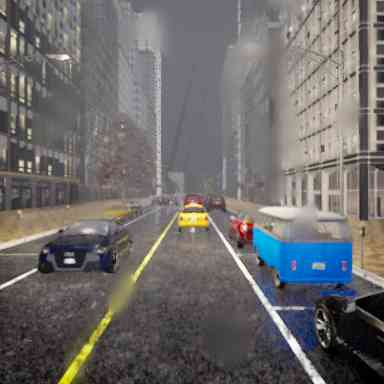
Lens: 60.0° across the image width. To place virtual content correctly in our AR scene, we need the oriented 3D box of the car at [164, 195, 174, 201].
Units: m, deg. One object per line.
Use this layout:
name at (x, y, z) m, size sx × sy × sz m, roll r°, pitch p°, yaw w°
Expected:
car at (-5.694, 1.455, 82.916) m, size 2.008 × 1.369 × 4.403 m, roll 0°, pitch 0°, yaw 0°

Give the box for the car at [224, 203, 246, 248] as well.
car at (2.693, 1.434, 14.598) m, size 1.967 × 1.590 × 4.097 m, roll 0°, pitch 0°, yaw 0°

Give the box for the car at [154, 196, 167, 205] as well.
car at (-5.692, 1.509, 60.147) m, size 1.947 × 1.339 × 4.313 m, roll 0°, pitch 0°, yaw 0°

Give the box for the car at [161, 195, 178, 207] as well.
car at (-3.079, 1.447, 51.683) m, size 2.128 × 1.511 × 4.902 m, roll 0°, pitch 0°, yaw 0°

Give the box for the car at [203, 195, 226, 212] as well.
car at (2.692, 1.288, 37.366) m, size 2.192 × 1.841 × 5.009 m, roll 0°, pitch 0°, yaw 0°

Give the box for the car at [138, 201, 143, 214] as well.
car at (-5.690, 1.529, 31.685) m, size 2.008 × 1.369 × 4.403 m, roll 0°, pitch 0°, yaw 0°

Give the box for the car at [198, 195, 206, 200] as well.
car at (2.686, 1.460, 88.596) m, size 1.947 × 1.339 × 4.313 m, roll 0°, pitch 0°, yaw 0°

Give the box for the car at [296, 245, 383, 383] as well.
car at (2.693, 1.565, 3.213) m, size 1.947 × 1.339 × 4.313 m, roll 0°, pitch 0°, yaw 0°

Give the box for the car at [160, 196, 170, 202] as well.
car at (-5.693, 1.506, 71.530) m, size 1.802 × 1.307 × 4.206 m, roll 0°, pitch 0°, yaw 0°

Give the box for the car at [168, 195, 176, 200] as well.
car at (-5.695, 1.427, 94.300) m, size 1.887 × 1.381 × 4.507 m, roll 0°, pitch 0°, yaw 0°

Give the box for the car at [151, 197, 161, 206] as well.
car at (-5.691, 1.502, 54.455) m, size 2.008 × 1.369 × 4.403 m, roll 0°, pitch 0°, yaw 0°

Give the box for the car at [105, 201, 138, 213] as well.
car at (-5.689, 1.509, 25.822) m, size 1.752 × 1.417 × 4.829 m, roll 0°, pitch 0°, yaw 0°

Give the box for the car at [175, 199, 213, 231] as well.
car at (0.099, 1.444, 20.570) m, size 1.801 × 1.575 × 5.366 m, roll 0°, pitch 0°, yaw 0°

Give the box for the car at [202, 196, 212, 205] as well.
car at (2.689, 1.469, 60.305) m, size 1.752 × 1.417 × 4.829 m, roll 0°, pitch 0°, yaw 0°

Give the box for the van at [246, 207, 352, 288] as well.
van at (2.693, 1.338, 8.907) m, size 1.690 × 1.788 × 3.998 m, roll 0°, pitch 0°, yaw 0°

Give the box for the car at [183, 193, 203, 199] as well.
car at (0.098, 1.191, 40.588) m, size 2.150 × 2.045 × 5.566 m, roll 0°, pitch 0°, yaw 0°

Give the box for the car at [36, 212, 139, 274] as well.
car at (-3.102, 1.559, 10.443) m, size 1.994 × 1.385 × 4.181 m, roll 0°, pitch 0°, yaw 0°

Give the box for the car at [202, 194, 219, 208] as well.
car at (2.691, 1.275, 48.751) m, size 2.192 × 1.841 × 5.009 m, roll 0°, pitch 0°, yaw 0°
